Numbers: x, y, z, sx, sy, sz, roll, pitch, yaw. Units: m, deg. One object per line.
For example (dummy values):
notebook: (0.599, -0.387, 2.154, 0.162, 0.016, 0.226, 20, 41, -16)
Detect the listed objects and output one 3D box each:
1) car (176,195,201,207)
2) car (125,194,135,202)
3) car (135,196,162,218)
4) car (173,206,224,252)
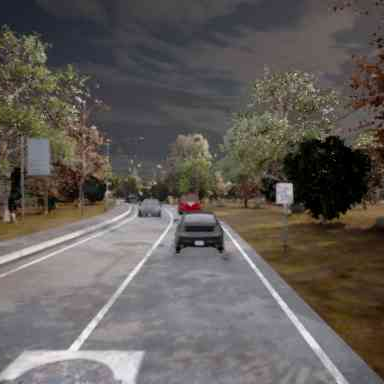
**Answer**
car: (-0.387, 1.315, 34.304, 2.150, 2.045, 5.566, 1, 0, -5)
car: (-12.751, 1.293, 70.320, 2.097, 1.767, 4.553, 2, 0, -21)
car: (-3.854, 1.406, 31.027, 2.097, 1.767, 4.553, 0, 0, -5)
car: (0.283, 1.538, 14.017, 1.837, 1.490, 4.892, 0, 0, 1)
